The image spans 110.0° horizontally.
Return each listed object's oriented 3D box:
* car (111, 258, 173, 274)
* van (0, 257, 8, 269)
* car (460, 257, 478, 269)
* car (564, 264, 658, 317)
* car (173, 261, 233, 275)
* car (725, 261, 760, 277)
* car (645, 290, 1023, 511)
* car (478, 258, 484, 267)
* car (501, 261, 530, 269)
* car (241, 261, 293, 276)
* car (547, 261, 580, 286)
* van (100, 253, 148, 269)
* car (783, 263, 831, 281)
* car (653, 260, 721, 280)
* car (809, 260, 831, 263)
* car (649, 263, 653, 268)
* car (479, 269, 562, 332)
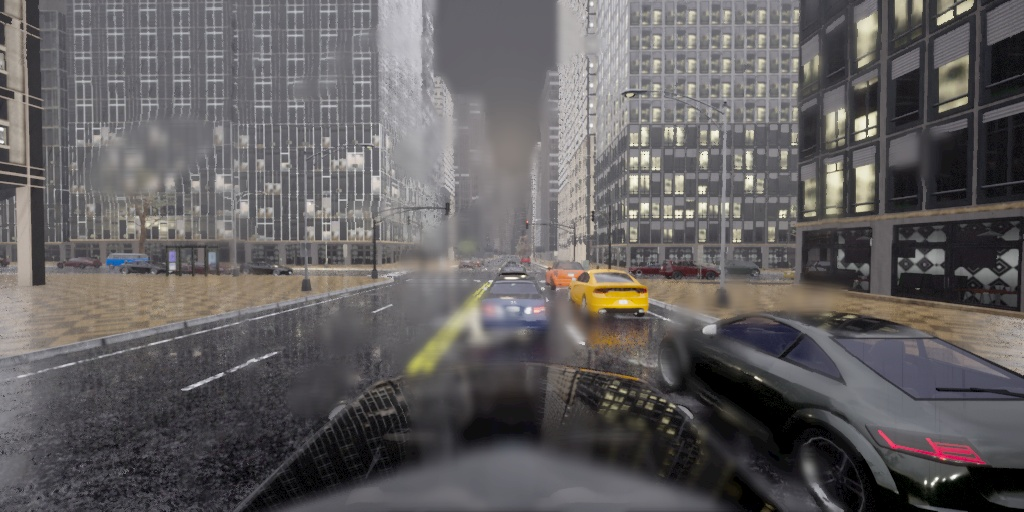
[{"bbox_3d":[-34.154,1.067,33.632,4.313,1.339,1.948,0,0,1],"label":"car"},{"bbox_3d":[-51.199,0.684,33.999,3.998,1.789,1.690,0,0,1],"label":"van"},{"bbox_3d":[-6.687,1.274,54.303,1.994,1.385,4.181,0,0,0],"label":"car"},{"bbox_3d":[3.329,1.222,13.184,1.882,1.535,5.008,0,0,0],"label":"car"},{"bbox_3d":[-28.473,1.135,33.469,4.207,1.307,1.802,0,0,1],"label":"car"},{"bbox_3d":[23.908,1.278,38.544,4.553,1.767,2.097,1,1,1],"label":"car"},{"bbox_3d":[3.340,1.313,4.099,1.994,1.385,4.181,0,0,0],"label":"car"},{"bbox_3d":[-6.675,1.050,64.304,2.097,1.767,4.553,0,0,0],"label":"car"},{"bbox_3d":[0.066,1.231,20.530,2.128,1.511,4.902,0,0,0],"label":"car"},{"bbox_3d":[-22.789,1.171,33.346,4.313,1.339,1.948,0,0,1],"label":"car"},{"bbox_3d":[3.313,1.090,22.189,2.097,1.767,4.553,0,0,0],"label":"car"},{"bbox_3d":[-45.361,0.602,42.272,3.998,1.789,1.690,0,0,1],"label":"van"},{"bbox_3d":[27.586,1.576,32.714,4.829,1.417,1.751,0,0,1],"label":"car"},{"bbox_3d":[16.137,1.266,32.890,5.009,1.841,2.192,0,0,1],"label":"car"},{"bbox_3d":[32.656,1.354,38.404,4.553,1.767,2.097,0,1,1],"label":"car"},{"bbox_3d":[15.012,1.448,38.715,4.718,1.301,1.895,1,1,2],"label":"car"},{"bbox_3d":[0.084,1.293,10.778,2.033,1.411,5.357,0,0,1],"label":"car"}]
